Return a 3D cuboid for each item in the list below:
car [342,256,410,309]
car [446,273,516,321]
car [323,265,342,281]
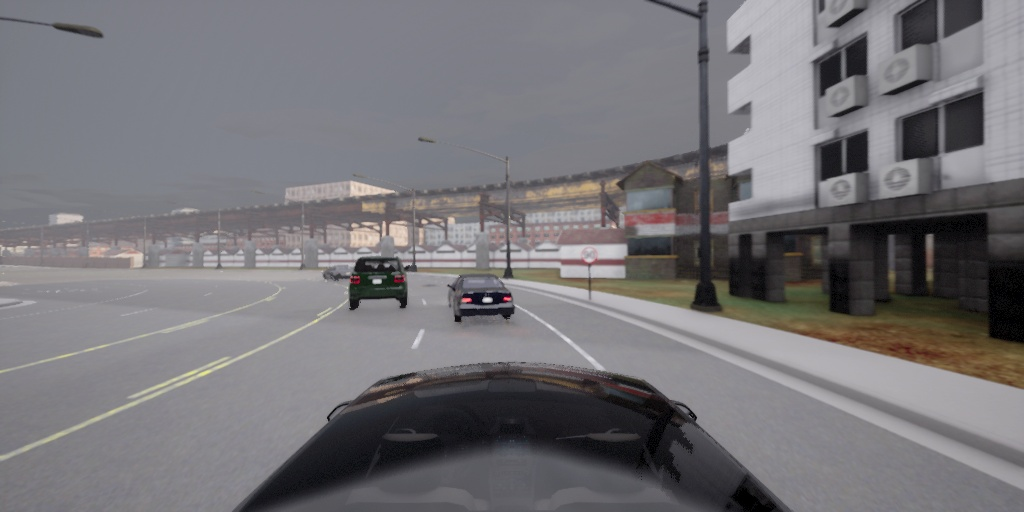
[{"bbox_3d":[-5.725,1.038,15.745,2.150,2.045,5.566,0,0,-17],"label":"car"},{"bbox_3d":[-1.257,1.321,12.720,2.033,1.411,5.357,0,0,-13],"label":"car"},{"bbox_3d":[-15.423,1.483,32.128,1.994,1.385,4.181,0,0,-43],"label":"car"}]
